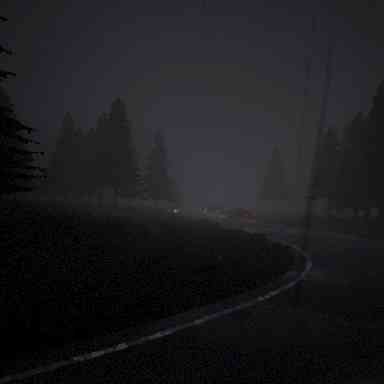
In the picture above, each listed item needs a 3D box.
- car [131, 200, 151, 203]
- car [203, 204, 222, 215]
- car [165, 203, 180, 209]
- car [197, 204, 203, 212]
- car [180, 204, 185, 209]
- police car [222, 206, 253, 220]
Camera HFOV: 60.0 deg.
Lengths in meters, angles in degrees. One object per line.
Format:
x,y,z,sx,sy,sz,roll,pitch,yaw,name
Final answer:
-13.236,2.622,86.685,5.008,1.535,1.882,2,-1,-13,car
3.587,2.731,51.034,1.837,1.490,4.892,2,-1,-13,car
-4.331,2.905,66.726,2.033,1.411,5.357,2,-1,-13,car
2.229,2.818,56.878,1.837,1.490,4.892,2,-1,-13,car
-2.945,2.852,74.940,1.882,1.535,5.008,2,-1,-13,car
5.829,2.505,41.404,1.930,1.638,5.238,2,-1,-13,police car
